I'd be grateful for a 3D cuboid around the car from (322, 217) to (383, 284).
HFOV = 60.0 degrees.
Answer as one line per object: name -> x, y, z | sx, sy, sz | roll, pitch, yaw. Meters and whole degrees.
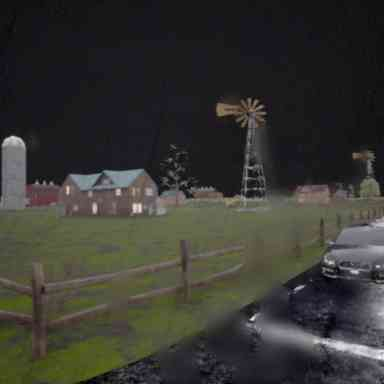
car -> 5.389, 1.731, 10.097 | 1.837, 1.490, 4.892 | -3, -2, 36
